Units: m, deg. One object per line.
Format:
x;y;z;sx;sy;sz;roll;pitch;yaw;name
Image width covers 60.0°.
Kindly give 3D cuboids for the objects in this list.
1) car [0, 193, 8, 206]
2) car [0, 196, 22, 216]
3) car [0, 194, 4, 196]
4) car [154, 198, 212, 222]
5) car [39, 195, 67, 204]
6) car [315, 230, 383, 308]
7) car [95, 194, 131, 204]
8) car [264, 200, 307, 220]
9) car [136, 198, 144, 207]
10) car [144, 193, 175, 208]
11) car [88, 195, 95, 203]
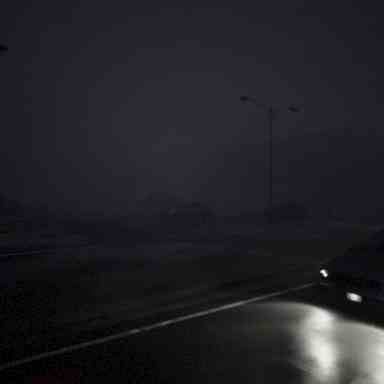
-28.588;1.095;46.798;4.605;1.855;1.932;0;0;-35;car
-16.352;1.319;27.961;3.633;1.501;1.845;0;0;-35;car
-22.039;1.297;36.178;4.514;1.523;2.007;0;0;-35;car
-0.474;1.385;24.422;3.806;1.475;1.970;0;0;-35;car
-24.355;1.297;58.221;4.514;1.523;2.007;0;0;-35;car
5.146;1.549;7.655;5.357;1.411;2.033;0;0;-35;car
-12.539;1.154;54.178;5.027;1.636;2.152;0;0;-35;car
7.316;1.376;26.228;3.633;1.501;1.845;0;0;-35;car
-5.213;1.078;43.688;3.866;1.878;1.905;0;0;-35;car
-3.212;1.099;41.542;4.605;1.855;1.932;0;0;-35;car
-16.479;1.233;59.254;3.806;1.475;1.970;0;0;-35;car
